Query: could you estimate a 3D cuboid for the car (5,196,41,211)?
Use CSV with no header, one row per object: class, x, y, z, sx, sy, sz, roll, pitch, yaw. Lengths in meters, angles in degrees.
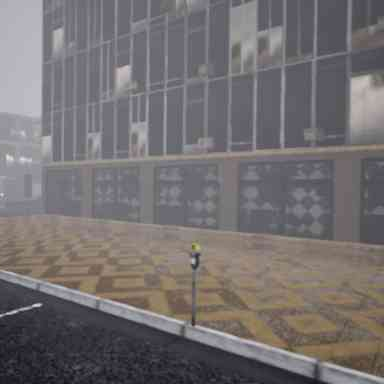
car,-15.493,1.035,32.410,1.895,1.301,4.718,1,2,34
